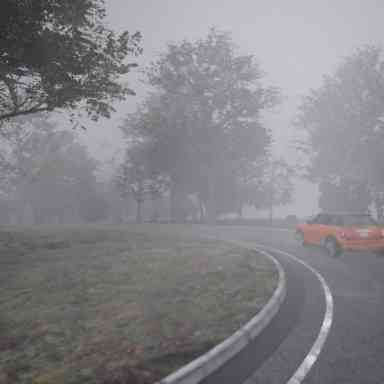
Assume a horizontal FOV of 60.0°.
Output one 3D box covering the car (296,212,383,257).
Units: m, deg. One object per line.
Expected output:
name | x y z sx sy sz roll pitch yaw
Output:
car | 6.189 1.632 14.354 2.097 1.767 4.553 -1 -1 -4
